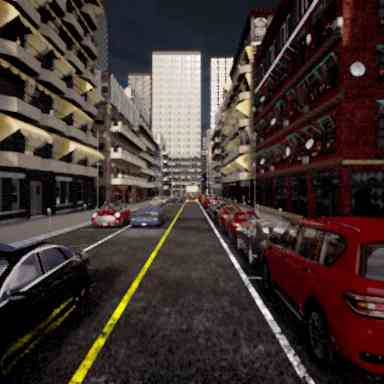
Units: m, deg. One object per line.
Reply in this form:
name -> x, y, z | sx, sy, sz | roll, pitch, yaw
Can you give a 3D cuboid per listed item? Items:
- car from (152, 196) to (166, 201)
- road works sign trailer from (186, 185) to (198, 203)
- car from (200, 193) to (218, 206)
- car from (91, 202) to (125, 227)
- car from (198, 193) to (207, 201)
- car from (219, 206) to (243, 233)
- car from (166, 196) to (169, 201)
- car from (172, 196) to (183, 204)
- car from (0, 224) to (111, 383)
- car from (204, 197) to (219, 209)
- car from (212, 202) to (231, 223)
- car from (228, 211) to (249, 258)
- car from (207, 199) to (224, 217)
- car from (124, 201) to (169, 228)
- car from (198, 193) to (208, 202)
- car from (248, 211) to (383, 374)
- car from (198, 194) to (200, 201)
car -> -5.313, 1.511, 49.873 | 1.752, 1.417, 4.829 | -1, 0, 0
road works sign trailer -> 0.046, 0.442, 65.959 | 2.380, 3.560, 2.880 | 0, 0, -1
car -> 2.563, 1.302, 44.513 | 2.192, 1.841, 5.009 | -1, 0, 0
car -> -5.321, 1.435, 22.298 | 1.967, 1.590, 4.097 | -1, 0, 0
car -> 2.573, 1.284, 83.356 | 2.192, 1.841, 5.009 | -1, 0, 0
car -> 2.560, 1.578, 16.768 | 1.802, 1.307, 4.206 | -1, 0, 0
car -> -5.311, 1.421, 61.141 | 1.967, 1.590, 4.097 | -1, 0, 0
car -> -2.757, 1.542, 63.321 | 1.994, 1.385, 4.181 | 0, 0, 0
car -> -2.819, 1.490, 4.450 | 2.128, 1.511, 4.902 | 0, 0, 0
car -> 2.564, 1.541, 33.415 | 2.008, 1.369, 4.403 | -1, 0, 0
car -> 2.561, 1.577, 22.317 | 1.802, 1.307, 4.206 | -1, 0, 0
car -> 2.558, 1.549, 11.219 | 2.008, 1.369, 4.403 | -1, 0, 0
car -> 2.562, 1.559, 27.866 | 1.947, 1.339, 4.313 | -1, 0, 0
car -> -2.849, 1.542, 22.481 | 2.033, 1.411, 5.357 | 0, 0, 0
car -> 2.572, 1.287, 77.807 | 2.192, 1.841, 5.009 | -1, 0, 0
car -> 2.554, 1.314, 5.670 | 2.192, 1.841, 5.009 | -1, 0, 0
car -> 2.572, 1.559, 66.709 | 1.802, 1.307, 4.206 | -1, 0, 0
